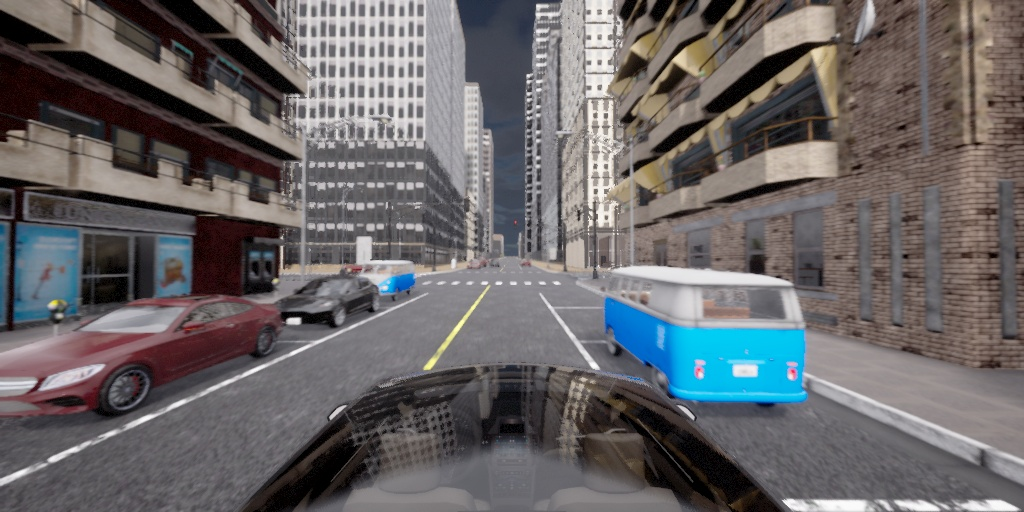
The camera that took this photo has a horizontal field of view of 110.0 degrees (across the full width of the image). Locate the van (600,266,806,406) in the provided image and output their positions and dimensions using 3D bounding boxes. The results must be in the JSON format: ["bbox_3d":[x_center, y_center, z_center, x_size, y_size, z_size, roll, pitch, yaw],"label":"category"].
[{"bbox_3d":[2.689,1.093,6.001,1.690,1.789,3.998,0,0,0],"label":"van"}]

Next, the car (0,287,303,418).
[{"bbox_3d":[-5.660,1.334,5.945,1.802,1.307,4.207,0,0,0],"label":"car"}]

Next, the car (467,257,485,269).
[{"bbox_3d":[-5.716,1.210,55.092,1.967,1.591,4.097,0,0,0],"label":"car"}]

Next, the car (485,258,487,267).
[{"bbox_3d":[-5.719,1.354,60.667,1.802,1.307,4.207,0,0,0],"label":"car"}]

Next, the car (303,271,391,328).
[{"bbox_3d":[-5.663,1.320,11.484,1.948,1.339,4.313,0,0,0],"label":"car"}]

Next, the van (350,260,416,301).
[{"bbox_3d":[-5.835,1.097,17.025,1.690,1.789,3.998,0,0,0],"label":"van"}]

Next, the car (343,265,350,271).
[{"bbox_3d":[-16.511,1.262,39.650,4.097,1.591,1.967,0,0,0],"label":"car"}]

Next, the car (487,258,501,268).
[{"bbox_3d":[-3.031,1.284,62.687,1.837,1.490,4.892,0,0,0],"label":"car"}]
